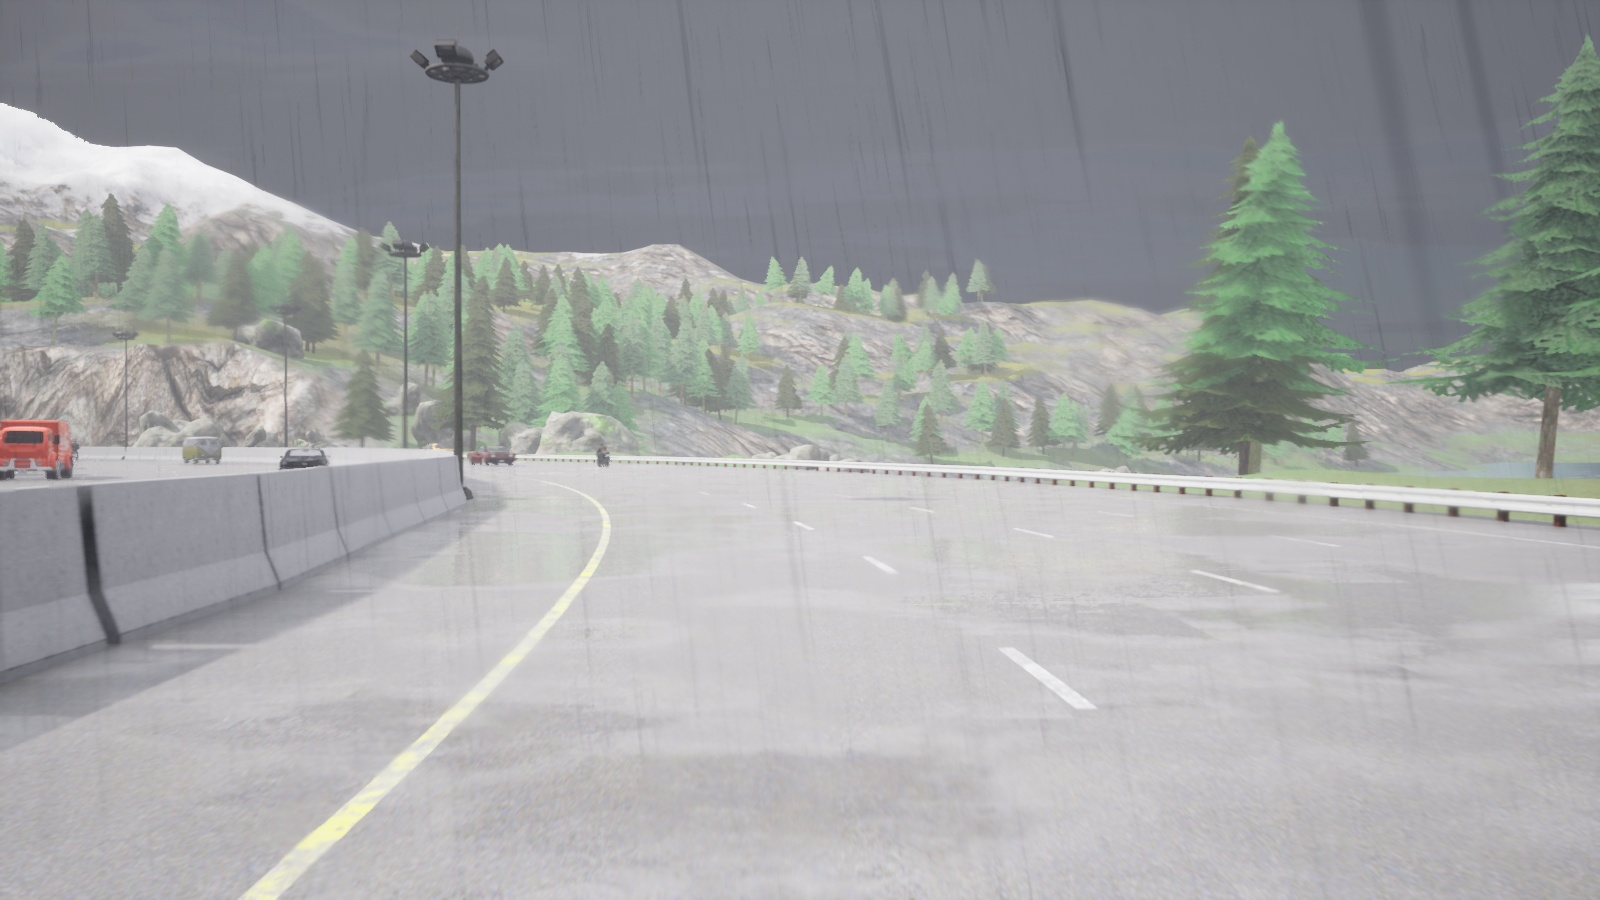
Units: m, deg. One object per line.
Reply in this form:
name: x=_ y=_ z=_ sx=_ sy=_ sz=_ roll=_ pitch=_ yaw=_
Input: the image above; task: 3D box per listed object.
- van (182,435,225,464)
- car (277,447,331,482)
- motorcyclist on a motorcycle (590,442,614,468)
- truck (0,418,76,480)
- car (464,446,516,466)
van: x=-42.420 y=-0.030 z=89.254 sx=1.775 sy=1.987 sz=4.442 roll=0 pitch=0 yaw=-39
car: x=-19.653 y=0.554 z=49.846 sx=1.895 sy=1.301 sz=4.718 roll=0 pitch=0 yaw=-21
motorcyclist on a motorcycle: x=-11.790 y=0.300 z=74.783 sx=0.797 sy=1.523 sz=2.044 roll=-1 pitch=1 yaw=-28
truck: x=-31.958 y=-0.054 z=52.193 sx=2.627 sy=2.467 sz=5.204 roll=0 pitch=0 yaw=-23
car: x=-20.421 y=0.368 z=82.635 sx=1.895 sy=1.301 sz=4.718 roll=0 pitch=0 yaw=-32
